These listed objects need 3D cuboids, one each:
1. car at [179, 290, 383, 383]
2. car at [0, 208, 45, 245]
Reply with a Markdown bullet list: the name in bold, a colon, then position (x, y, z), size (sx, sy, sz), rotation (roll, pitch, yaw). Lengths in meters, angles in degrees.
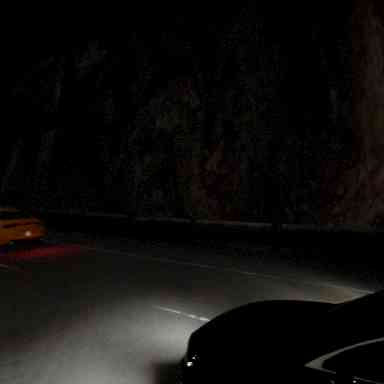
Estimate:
- **car**: position (2.126, 1.503, 2.475), size (4.892, 1.490, 1.837), rotation (-1, 0, 36)
- **car**: position (-8.315, 1.443, 14.228), size (5.008, 1.535, 1.882), rotation (0, 0, 36)
